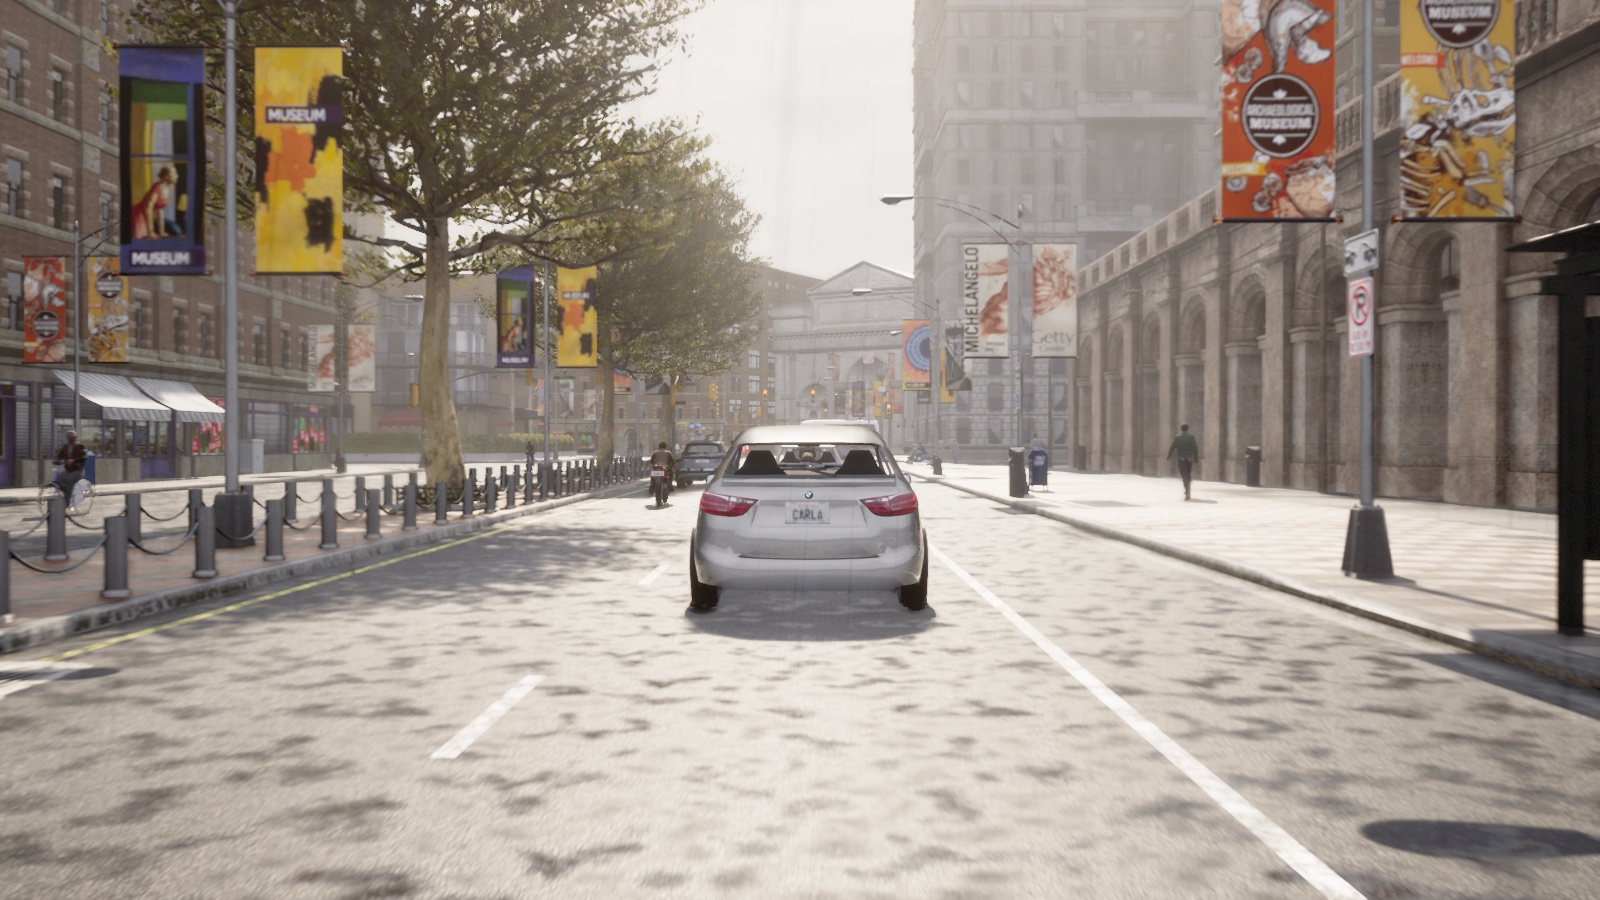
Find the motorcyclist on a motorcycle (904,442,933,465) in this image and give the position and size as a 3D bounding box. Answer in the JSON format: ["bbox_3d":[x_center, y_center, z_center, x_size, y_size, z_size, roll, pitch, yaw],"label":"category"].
[{"bbox_3d":[7.955,0.231,84.259,1.817,1.590,0.866,0,0,0],"label":"motorcyclist on a motorcycle"}]

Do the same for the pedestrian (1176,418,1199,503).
[{"bbox_3d":[9.057,0.245,29.383,0.423,1.949,0.788,0,0,11],"label":"pedestrian"}]

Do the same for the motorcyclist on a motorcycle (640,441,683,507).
[{"bbox_3d":[-3.313,0.556,30.207,0.797,1.523,2.044,0,0,0],"label":"motorcyclist on a motorcycle"}]

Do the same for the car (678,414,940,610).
[{"bbox_3d":[0.090,0.517,13.049,2.242,1.667,4.611,0,0,0],"label":"car"}]

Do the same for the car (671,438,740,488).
[{"bbox_3d":[-3.235,0.427,43.860,2.033,1.649,4.856,0,0,0],"label":"car"}]

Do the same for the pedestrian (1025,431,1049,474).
[{"bbox_3d":[10.342,0.102,54.836,0.874,1.855,0.900,0,0,0],"label":"pedestrian"}]

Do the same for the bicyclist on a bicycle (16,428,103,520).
[{"bbox_3d":[-14.841,0.463,25.231,0.659,1.776,1.843,0,0,0],"label":"bicyclist on a bicycle"}]
